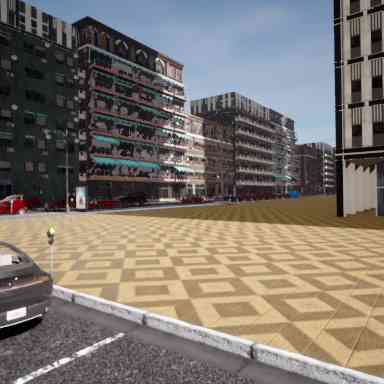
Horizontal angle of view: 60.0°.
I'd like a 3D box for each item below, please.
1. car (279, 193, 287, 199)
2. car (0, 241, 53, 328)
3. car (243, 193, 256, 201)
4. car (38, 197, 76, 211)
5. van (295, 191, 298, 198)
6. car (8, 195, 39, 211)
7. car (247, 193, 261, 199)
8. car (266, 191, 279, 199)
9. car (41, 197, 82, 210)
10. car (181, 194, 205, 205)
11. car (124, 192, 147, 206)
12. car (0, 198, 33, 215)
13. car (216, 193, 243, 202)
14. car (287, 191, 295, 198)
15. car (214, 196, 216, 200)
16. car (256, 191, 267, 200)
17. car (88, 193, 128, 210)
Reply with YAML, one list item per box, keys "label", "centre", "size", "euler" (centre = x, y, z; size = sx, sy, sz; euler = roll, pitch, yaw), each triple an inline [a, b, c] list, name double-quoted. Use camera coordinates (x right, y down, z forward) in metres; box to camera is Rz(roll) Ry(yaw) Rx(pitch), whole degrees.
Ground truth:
- label: "car"
  centre: [19.695, 0.938, 77.103]
  size: [2.008, 1.369, 4.403]
  euler: [-1, 0, 36]
- label: "car"
  centre: [-4.341, 1.553, 6.159]
  size: [4.403, 1.369, 2.008]
  euler: [0, -1, 36]
- label: "car"
  centre: [9.944, 1.048, 63.691]
  size: [1.887, 1.381, 4.507]
  euler: [-1, 0, 36]
- label: "car"
  centre: [-15.064, 1.368, 39.154]
  size: [1.812, 1.442, 4.674]
  euler: [-1, 0, 36]
- label: "van"
  centre: [26.195, 0.654, 86.045]
  size: [1.690, 1.788, 3.998]
  euler: [-1, 0, 36]
- label: "car"
  centre: [-19.589, 1.228, 37.326]
  size: [2.192, 1.841, 5.009]
  euler: [-1, 0, 36]
- label: "car"
  centre: [16.170, 1.040, 86.503]
  size: [1.947, 1.339, 4.313]
  euler: [-1, 0, 36]
- label: "car"
  centre: [16.442, 0.740, 72.632]
  size: [2.192, 1.841, 5.009]
  euler: [-1, 0, 36]
- label: "car"
  centre: [-16.336, 1.415, 41.797]
  size: [1.887, 1.381, 4.507]
  euler: [-1, 0, 36]
- label: "car"
  centre: [0.191, 1.062, 50.279]
  size: [1.967, 1.590, 4.097]
  euler: [-1, 0, 36]
- label: "car"
  centre: [-8.921, 0.985, 47.602]
  size: [2.150, 2.045, 5.566]
  euler: [-1, 0, 36]
- label: "car"
  centre: [-16.060, 1.413, 27.926]
  size: [1.802, 1.307, 4.206]
  euler: [-1, 0, 36]
- label: "car"
  centre: [6.693, 1.093, 59.221]
  size: [2.008, 1.369, 4.403]
  euler: [-1, 0, 36]
- label: "car"
  centre: [22.947, 0.932, 81.574]
  size: [1.802, 1.307, 4.206]
  euler: [-1, 0, 36]
- label: "car"
  centre: [6.417, 1.029, 73.091]
  size: [1.967, 1.590, 4.097]
  euler: [-1, 0, 36]
- label: "car"
  centre: [13.195, 1.046, 68.162]
  size: [1.802, 1.307, 4.206]
  euler: [-1, 0, 36]
- label: "car"
  centre: [-9.560, 1.186, 36.867]
  size: [1.967, 1.590, 4.097]
  euler: [-1, 0, 36]
